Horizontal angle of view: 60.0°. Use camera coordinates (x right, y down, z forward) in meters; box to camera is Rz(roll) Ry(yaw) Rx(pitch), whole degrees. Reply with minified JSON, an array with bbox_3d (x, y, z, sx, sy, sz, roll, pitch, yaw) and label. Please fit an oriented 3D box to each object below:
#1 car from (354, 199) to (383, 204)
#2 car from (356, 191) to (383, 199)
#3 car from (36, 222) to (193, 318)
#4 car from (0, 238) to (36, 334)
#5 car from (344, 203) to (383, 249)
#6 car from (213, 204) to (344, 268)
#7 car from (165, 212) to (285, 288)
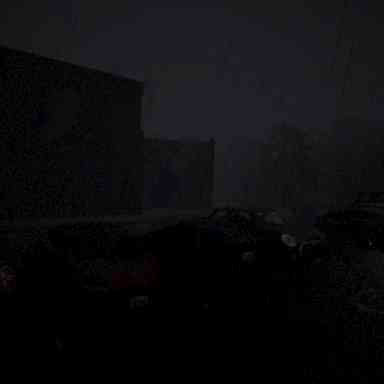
[{"bbox_3d":[9.025,1.311,15.892,2.231,1.521,4.892,-1,1,-35],"label":"car"},{"bbox_3d":[11.310,0.994,17.480,2.435,2.045,5.566,-2,1,-35],"label":"car"},{"bbox_3d":[-2.299,1.504,7.770,2.163,1.488,4.792,0,0,-36],"label":"car"},{"bbox_3d":[-4.567,1.356,6.149,2.185,1.767,4.553,0,0,-36],"label":"car"},{"bbox_3d":[6.750,1.393,14.297,2.163,1.488,4.792,-1,1,-36],"label":"car"},{"bbox_3d":[2.203,1.311,11.056,2.185,1.767,4.553,-1,0,-36],"label":"car"},{"bbox_3d":[-0.064,1.489,9.436,2.163,1.488,4.792,0,0,-36],"label":"car"}]
